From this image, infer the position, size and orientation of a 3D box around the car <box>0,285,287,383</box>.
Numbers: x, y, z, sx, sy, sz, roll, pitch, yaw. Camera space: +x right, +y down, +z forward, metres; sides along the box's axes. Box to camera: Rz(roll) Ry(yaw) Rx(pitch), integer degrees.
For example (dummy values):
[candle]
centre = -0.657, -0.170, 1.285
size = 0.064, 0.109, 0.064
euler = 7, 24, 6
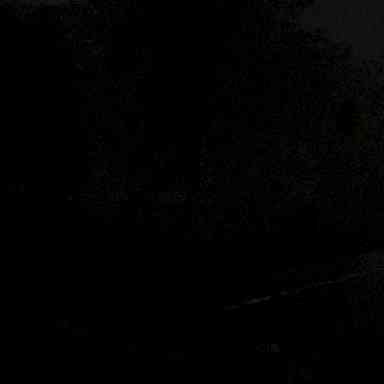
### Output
[car]
centre = -1.642, 1.547, 2.573
size = 5.357, 1.411, 2.033
euler = 1, 0, -36
